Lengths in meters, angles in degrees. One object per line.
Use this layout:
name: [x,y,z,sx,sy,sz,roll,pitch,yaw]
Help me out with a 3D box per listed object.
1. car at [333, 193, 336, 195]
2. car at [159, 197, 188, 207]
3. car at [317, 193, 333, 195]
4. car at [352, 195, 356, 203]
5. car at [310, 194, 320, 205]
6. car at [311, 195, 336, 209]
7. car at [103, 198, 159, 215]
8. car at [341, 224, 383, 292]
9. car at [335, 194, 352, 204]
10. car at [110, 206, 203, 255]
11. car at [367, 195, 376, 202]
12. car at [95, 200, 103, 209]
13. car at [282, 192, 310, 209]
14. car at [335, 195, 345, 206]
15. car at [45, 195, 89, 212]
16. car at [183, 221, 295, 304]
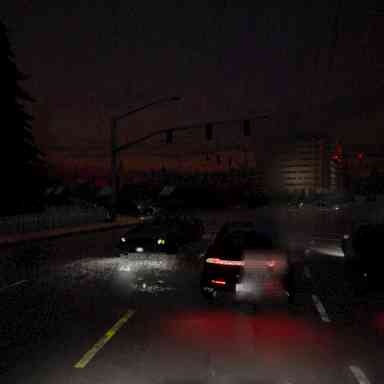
car: [30.051,1.225,71.894,2.150,2.045,5.566,0,0,32]
car: [-2.807,1.407,42.744,4.553,1.767,2.097,0,0,32]
car: [24.583,1.221,63.053,2.150,2.045,5.566,0,0,32]
car: [33.517,1.355,70.846,2.097,1.767,4.553,0,0,32]
car: [19.508,1.526,54.940,1.812,1.442,4.674,0,0,32]
car: [18.457,1.526,46.579,1.812,1.442,4.674,0,0,32]
car: [-5.921,1.407,32.067,4.553,1.767,2.097,0,0,32]
car: [5.200,1.547,8.624,2.033,1.411,5.357,0,0,16]
car: [28.132,1.601,62.131,1.895,1.301,4.718,0,0,32]
car: [-0.942,1.547,13.680,2.033,1.411,5.357,0,0,18]
car: [42.827,1.525,79.278,2.128,1.511,4.902,0,0,32]
car: [-9.008,1.547,38.135,4.902,1.511,2.128,0,0,32]
car: [14.393,1.221,46.672,2.150,2.045,5.566,0,0,32]
car: [23.242,1.601,54.325,1.895,1.301,4.718,0,0,32]
car: [-14.042,1.277,37.155,5.566,2.045,2.150,0,0,32]
car: [1.448,1.492,8.258,2.128,1.511,4.902,0,0,12]
